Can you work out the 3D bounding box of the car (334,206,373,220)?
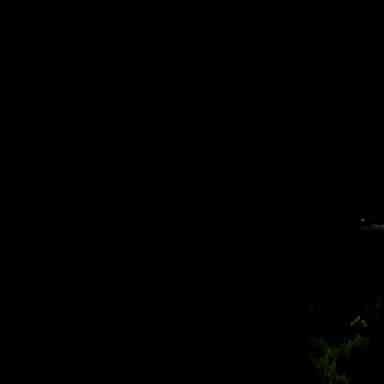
[{"bbox_3d":[13.123,1.905,27.382,1.837,1.490,4.892,-5,-2,7],"label":"car"}]
